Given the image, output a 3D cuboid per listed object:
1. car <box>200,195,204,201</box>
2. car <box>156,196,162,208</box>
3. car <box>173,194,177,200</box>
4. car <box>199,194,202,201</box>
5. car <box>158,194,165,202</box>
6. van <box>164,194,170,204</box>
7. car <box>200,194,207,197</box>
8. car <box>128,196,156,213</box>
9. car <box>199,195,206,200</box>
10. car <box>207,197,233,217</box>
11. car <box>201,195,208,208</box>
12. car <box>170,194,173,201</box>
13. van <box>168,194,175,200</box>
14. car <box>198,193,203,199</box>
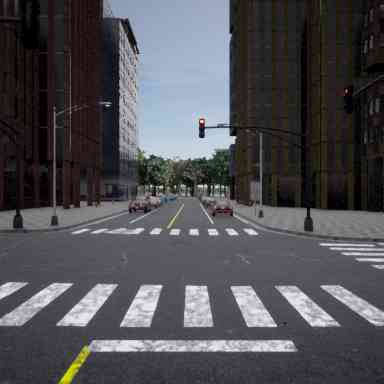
[{"bbox_3d":[2.784,1.556,53.492,1.887,1.381,4.507,0,0,0],"label":"car"},{"bbox_3d":[-5.744,1.592,48.058,1.802,1.307,4.206,0,0,0],"label":"car"},{"bbox_3d":[-5.729,1.597,86.121,1.947,1.339,4.313,0,0,0],"label":"car"},{"bbox_3d":[2.788,1.542,64.537,1.752,1.417,4.829,0,0,0],"label":"car"},{"bbox_3d":[-5.742,1.537,53.326,1.752,1.417,4.829,0,0,0],"label":"car"},{"bbox_3d":[-5.738,1.358,64.371,1.690,1.788,3.998,0,0,0],"label":"van"},{"bbox_3d":[2.786,1.559,58.930,1.887,1.381,4.507,0,0,0],"label":"car"},{"bbox_3d":[-5.748,1.321,37.183,2.192,1.841,5.009,0,0,0],"label":"car"},{"bbox_3d":[2.798,1.561,91.725,1.752,1.417,4.829,0,0,0],"label":"car"},{"bbox_3d":[2.775,1.444,31.742,1.967,1.590,4.097,0,0,0],"label":"car"},{"bbox_3d":[2.781,1.560,48.055,2.008,1.369,4.403,0,0,0],"label":"car"},{"bbox_3d":[-5.735,1.571,69.809,2.008,1.369,4.403,0,0,0],"label":"car"},{"bbox_3d":[-5.727,1.376,91.559,1.690,1.788,3.998,0,0,0],"label":"van"},{"bbox_3d":[2.792,1.549,75.412,1.752,1.417,4.829,0,0,0],"label":"car"}]
